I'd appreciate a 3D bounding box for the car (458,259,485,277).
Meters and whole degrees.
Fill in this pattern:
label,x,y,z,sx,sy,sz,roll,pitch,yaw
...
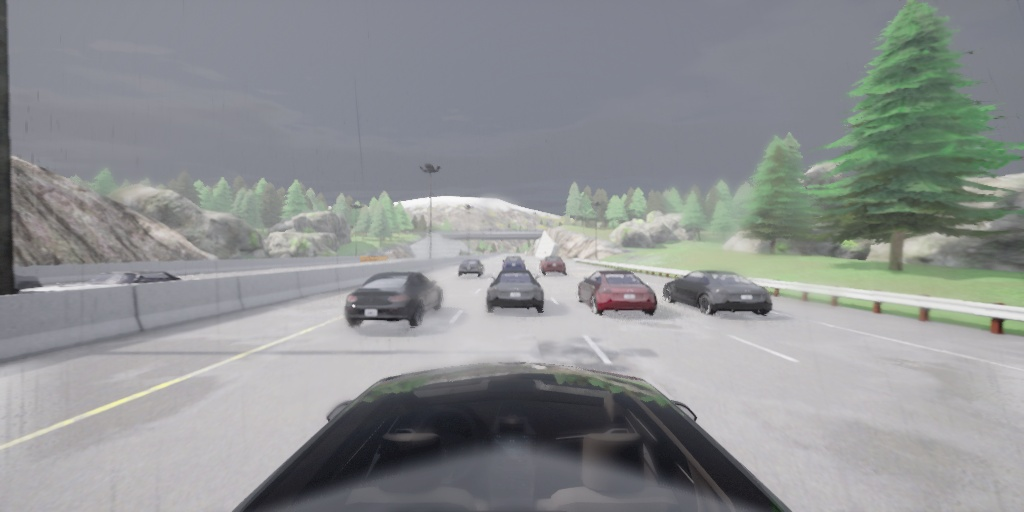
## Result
label,x,y,z,sx,sy,sz,roll,pitch,yaw
car,-3.365,0.974,30.250,2.033,1.411,5.357,0,1,0

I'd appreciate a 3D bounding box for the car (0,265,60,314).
label,x,y,z,sx,sy,sz,roll,pitch,yaw
car,-17.585,1.126,10.642,2.128,1.511,4.902,0,1,0

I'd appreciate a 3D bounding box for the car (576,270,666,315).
label,x,y,z,sx,sy,sz,roll,pitch,yaw
car,3.612,1.190,13.001,1.994,1.385,4.181,0,1,0

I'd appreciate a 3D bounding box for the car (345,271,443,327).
label,x,y,z,sx,sy,sz,roll,pitch,yaw
car,-3.378,1.169,10.921,1.812,1.442,4.674,0,1,0

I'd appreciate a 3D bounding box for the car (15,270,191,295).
label,x,y,z,sx,sy,sz,roll,pitch,yaw
car,-14.081,1.211,13.019,1.895,1.301,4.718,0,1,0

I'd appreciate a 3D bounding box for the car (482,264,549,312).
label,x,y,z,sx,sy,sz,roll,pitch,yaw
car,0.113,1.182,13.466,1.994,1.385,4.181,0,1,0

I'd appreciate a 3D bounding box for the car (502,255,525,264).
label,x,y,z,sx,sy,sz,roll,pitch,yaw
car,0.139,0.750,33.054,2.097,1.767,4.553,0,1,0

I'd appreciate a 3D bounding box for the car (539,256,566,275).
label,x,y,z,sx,sy,sz,roll,pitch,yaw
car,3.638,0.756,32.760,2.097,1.767,4.553,0,1,0

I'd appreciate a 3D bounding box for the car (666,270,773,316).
label,x,y,z,sx,sy,sz,roll,pitch,yaw
car,7.112,1.195,12.861,1.994,1.385,4.181,0,1,0
